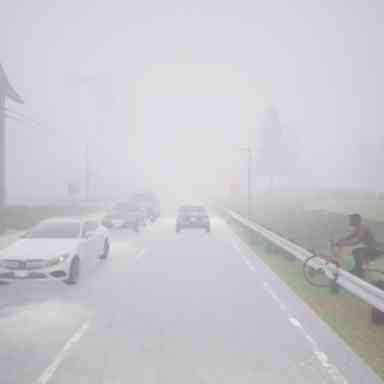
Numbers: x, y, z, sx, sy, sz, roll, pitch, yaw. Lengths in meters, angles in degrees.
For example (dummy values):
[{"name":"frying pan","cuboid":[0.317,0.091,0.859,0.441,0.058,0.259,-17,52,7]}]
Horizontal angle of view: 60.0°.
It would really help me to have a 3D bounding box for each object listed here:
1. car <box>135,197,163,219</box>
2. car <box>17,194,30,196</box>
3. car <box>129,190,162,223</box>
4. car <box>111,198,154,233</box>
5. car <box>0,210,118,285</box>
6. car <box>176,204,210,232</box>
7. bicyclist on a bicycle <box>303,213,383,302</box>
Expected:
[{"name":"car","cuboid":[-3.653,1.322,29.022,1.812,1.442,4.674,0,2,0]},{"name":"car","cuboid":[-32.515,1.026,64.200,1.784,1.438,3.905,0,0,-1]},{"name":"car","cuboid":[-3.575,0.994,24.336,2.150,2.045,5.566,0,5,0]},{"name":"car","cuboid":[-3.652,1.342,18.739,2.128,1.511,4.902,0,0,0]},{"name":"car","cuboid":[-3.623,1.452,9.396,1.812,1.442,4.674,0,0,0]},{"name":"car","cuboid":[0.040,1.393,18.936,2.033,1.411,5.357,0,0,0]},{"name":"bicyclist on a bicycle","cuboid":[3.092,1.237,6.383,1.656,1.620,0.582,14,9,15]}]
